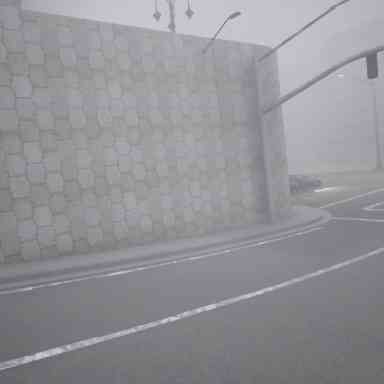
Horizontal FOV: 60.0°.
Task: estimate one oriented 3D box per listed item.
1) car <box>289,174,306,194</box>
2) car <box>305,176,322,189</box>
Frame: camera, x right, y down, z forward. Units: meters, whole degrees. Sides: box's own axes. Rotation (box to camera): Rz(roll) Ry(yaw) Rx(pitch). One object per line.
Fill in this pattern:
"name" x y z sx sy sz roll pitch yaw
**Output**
"car" 6.820 -0.602 28.351 2.097 1.767 4.553 -10 6 -35
"car" 9.641 -0.906 30.413 1.994 1.385 4.181 -10 6 -34
